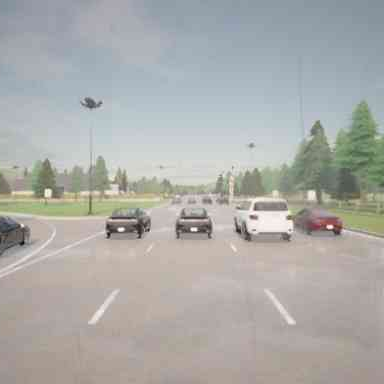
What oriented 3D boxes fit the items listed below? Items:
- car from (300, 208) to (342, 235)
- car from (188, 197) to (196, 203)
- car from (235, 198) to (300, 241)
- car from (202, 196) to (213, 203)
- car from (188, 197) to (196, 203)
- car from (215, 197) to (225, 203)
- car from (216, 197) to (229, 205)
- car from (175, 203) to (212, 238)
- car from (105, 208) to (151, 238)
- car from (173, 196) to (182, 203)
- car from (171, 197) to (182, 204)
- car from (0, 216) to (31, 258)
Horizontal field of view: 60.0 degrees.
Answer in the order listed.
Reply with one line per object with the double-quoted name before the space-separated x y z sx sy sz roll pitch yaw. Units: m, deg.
"car" 7.098 1.647 19.420 1.812 1.442 4.674 0 0 0
"car" -0.010 1.863 82.277 1.812 1.442 4.674 0 0 0
"car" 3.598 1.331 17.494 2.150 2.045 5.566 0 0 0
"car" 3.491 1.948 73.417 1.837 1.490 4.892 0 0 0
"car" -0.009 1.993 72.952 2.033 1.411 5.357 0 0 0
"car" 6.990 1.878 82.274 2.033 1.411 5.357 0 0 0
"car" 6.991 1.950 72.551 1.837 1.490 4.892 0 0 0
"car" 0.098 1.607 18.399 2.128 1.511 4.902 0 0 0
"car" -3.403 1.607 18.392 2.128 1.511 4.902 0 0 0
"car" -3.510 1.864 82.280 2.128 1.511 4.902 0 0 0
"car" -3.509 1.979 72.604 2.033 1.411 5.357 0 0 0
"car" -7.876 1.629 12.865 2.033 1.411 5.357 0 0 -12
